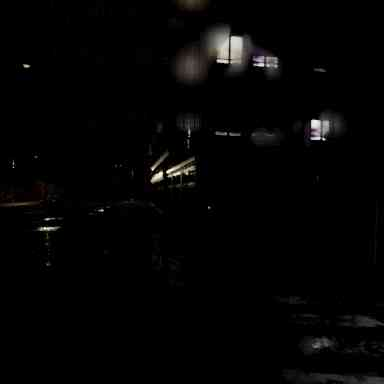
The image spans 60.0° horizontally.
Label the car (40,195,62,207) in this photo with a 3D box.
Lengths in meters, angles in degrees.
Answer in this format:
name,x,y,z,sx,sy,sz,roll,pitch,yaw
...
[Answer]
name,x,y,z,sx,sy,sz,roll,pitch,yaw
car,-20.504,1.240,48.504,2.097,1.767,4.553,1,0,-8
